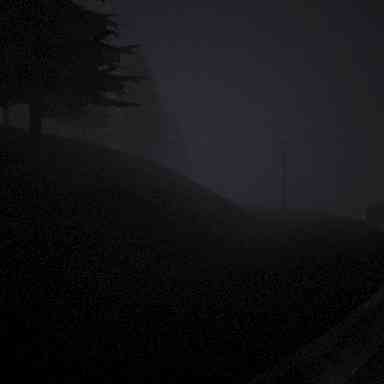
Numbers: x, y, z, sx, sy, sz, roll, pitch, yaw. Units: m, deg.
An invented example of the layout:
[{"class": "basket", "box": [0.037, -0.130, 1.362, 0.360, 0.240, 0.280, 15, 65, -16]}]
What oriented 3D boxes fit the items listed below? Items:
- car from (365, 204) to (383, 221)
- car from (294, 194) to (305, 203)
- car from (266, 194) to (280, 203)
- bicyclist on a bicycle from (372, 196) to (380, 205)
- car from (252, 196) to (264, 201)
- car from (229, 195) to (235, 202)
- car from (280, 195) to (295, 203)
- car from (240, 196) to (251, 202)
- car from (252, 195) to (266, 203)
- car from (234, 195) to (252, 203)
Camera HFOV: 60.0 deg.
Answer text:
[{"class": "car", "box": [16.121, 1.662, 27.986, 1.994, 1.385, 4.181, 0, 0, 10]}, {"class": "car", "box": [26.530, 1.590, 83.701, 2.150, 2.045, 5.566, 0, 0, -5]}, {"class": "car", "box": [19.482, 1.619, 83.866, 2.150, 2.045, 5.566, 0, 0, -5]}, {"class": "bicyclist on a bicycle", "box": [32.912, 1.512, 59.562, 1.656, 1.620, 0.582, 0, 0, -5]}, {"class": "car", "box": [18.538, 1.870, 93.791, 1.837, 1.490, 4.892, 0, 0, -5]}, {"class": "car", "box": [11.611, 1.747, 92.684, 2.097, 1.767, 4.553, 0, 0, -5]}, {"class": "car", "box": [23.050, 1.917, 83.337, 2.033, 1.411, 5.357, 0, 0, -5]}, {"class": "car", "box": [15.054, 1.860, 93.459, 1.882, 1.535, 5.008, 0, 0, -5]}, {"class": "car", "box": [16.045, 1.950, 83.055, 2.033, 1.411, 5.357, 0, 0, -5]}, {"class": "car", "box": [12.597, 1.912, 82.342, 1.837, 1.490, 4.892, 0, 0, -5]}]
